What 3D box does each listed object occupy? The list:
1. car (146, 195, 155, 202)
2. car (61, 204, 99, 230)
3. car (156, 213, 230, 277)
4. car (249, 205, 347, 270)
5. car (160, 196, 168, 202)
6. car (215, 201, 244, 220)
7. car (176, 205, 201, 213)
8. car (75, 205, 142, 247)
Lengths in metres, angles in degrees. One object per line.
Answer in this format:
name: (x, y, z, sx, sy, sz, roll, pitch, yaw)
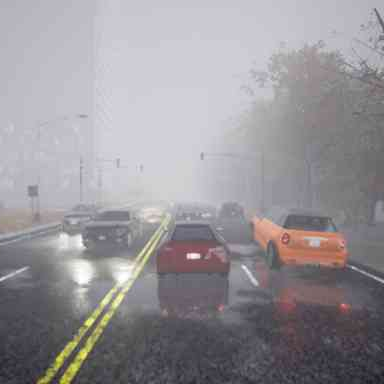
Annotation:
car: (-10.065, 1.497, 80.571, 2.097, 1.767, 4.553, 0, 0, -5)
car: (-6.869, 1.525, 21.605, 2.128, 1.511, 4.902, 0, 0, -1)
car: (0.013, 1.578, 10.340, 1.994, 1.385, 4.181, 0, 0, -1)
car: (3.330, 1.245, 11.210, 2.097, 1.767, 4.553, 4, 5, -1)
car: (-6.828, 1.666, 80.858, 1.812, 1.442, 4.674, 0, 0, -5)
car: (2.943, 1.481, 26.668, 1.882, 1.535, 5.008, -3, -2, -1)
car: (-0.300, 1.637, 25.823, 1.895, 1.301, 4.718, 0, 0, -2)
car: (-3.499, 1.500, 15.262, 1.882, 1.535, 5.008, 0, 0, -1)
